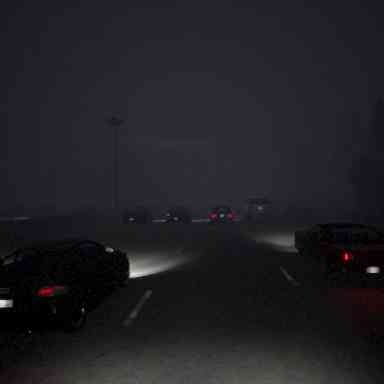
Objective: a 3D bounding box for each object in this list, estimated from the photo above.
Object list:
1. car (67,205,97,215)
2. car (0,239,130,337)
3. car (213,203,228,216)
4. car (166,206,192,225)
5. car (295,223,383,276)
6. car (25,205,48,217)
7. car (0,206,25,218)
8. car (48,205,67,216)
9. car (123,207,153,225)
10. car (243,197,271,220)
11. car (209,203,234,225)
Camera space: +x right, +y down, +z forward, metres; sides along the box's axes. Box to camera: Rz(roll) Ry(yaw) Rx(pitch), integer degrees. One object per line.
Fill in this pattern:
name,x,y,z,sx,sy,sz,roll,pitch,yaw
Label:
car,-14.040,2.431,43.560,1.882,1.535,5.008,-1,-1,5
car,-2.722,1.683,7.052,1.994,1.385,4.181,-1,-1,5
car,3.562,2.120,42.086,1.812,1.442,4.674,-1,-1,5
car,-1.060,1.923,28.058,1.812,1.442,4.674,-1,-1,5
car,4.553,1.616,10.260,1.895,1.301,4.718,-1,-1,5
car,-20.802,2.649,46.619,1.837,1.490,4.892,-1,-2,5
car,-24.435,2.659,45.206,1.882,1.535,5.008,-1,-2,5
car,-17.373,2.583,45.630,1.812,1.442,4.674,-1,-1,5
car,-4.549,1.994,28.342,1.812,1.442,4.674,-1,-1,5
car,6.289,1.565,32.297,2.150,2.045,5.566,-1,-1,5
car,2.372,1.859,26.980,2.033,1.411,5.357,-1,-1,4
